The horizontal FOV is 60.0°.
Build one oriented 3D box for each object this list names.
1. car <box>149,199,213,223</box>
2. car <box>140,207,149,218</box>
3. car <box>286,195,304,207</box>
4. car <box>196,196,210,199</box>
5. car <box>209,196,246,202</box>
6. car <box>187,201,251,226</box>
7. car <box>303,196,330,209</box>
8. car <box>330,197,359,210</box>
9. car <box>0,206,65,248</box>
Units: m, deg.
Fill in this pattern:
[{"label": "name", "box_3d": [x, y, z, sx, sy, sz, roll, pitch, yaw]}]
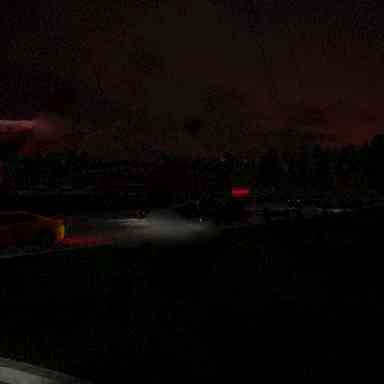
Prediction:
[{"label": "car", "box_3d": [-0.738, 1.529, 25.650, 1.812, 1.442, 4.674, 0, 0, 43]}, {"label": "car", "box_3d": [-2.333, 1.515, 29.082, 1.837, 1.490, 4.892, 0, 0, 43]}, {"label": "car", "box_3d": [15.381, 1.286, 47.679, 2.097, 1.767, 4.553, 0, 0, 44]}, {"label": "car", "box_3d": [1.366, 1.347, 43.185, 2.097, 1.767, 4.553, 0, 0, 44]}, {"label": "car", "box_3d": [4.822, 1.457, 41.739, 1.882, 1.535, 5.008, 0, 0, 44]}, {"label": "car", "box_3d": [2.108, 1.591, 23.587, 1.895, 1.301, 4.718, 0, 0, 43]}, {"label": "car", "box_3d": [16.973, 1.453, 44.288, 1.812, 1.442, 4.674, 0, 0, 44]}, {"label": "car", "box_3d": [19.672, 1.422, 42.046, 1.837, 1.490, 4.892, 0, 0, 44]}, {"label": "car", "box_3d": [-7.674, 1.510, 13.193, 1.882, 1.535, 5.008, 0, 0, 43]}]
